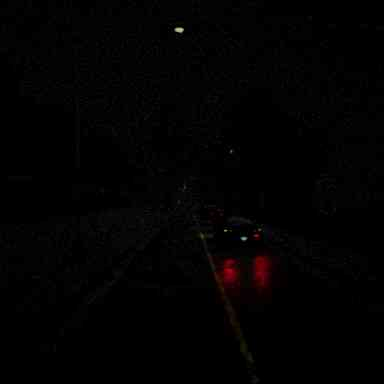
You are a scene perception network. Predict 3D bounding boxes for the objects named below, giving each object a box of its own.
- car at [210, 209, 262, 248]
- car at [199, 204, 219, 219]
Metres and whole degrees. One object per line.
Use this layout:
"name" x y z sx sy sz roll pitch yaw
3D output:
"car" 2.095 1.755 15.956 1.812 1.442 4.674 0 -1 -1
"car" 1.822 1.997 34.982 1.882 1.535 5.008 0 -1 -1
